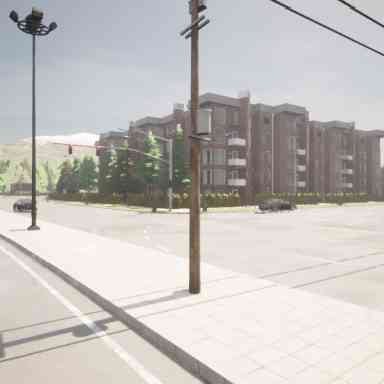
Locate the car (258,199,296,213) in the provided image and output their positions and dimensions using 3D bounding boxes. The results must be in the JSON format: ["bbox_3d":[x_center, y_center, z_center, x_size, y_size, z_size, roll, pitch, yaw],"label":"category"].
[{"bbox_3d":[9.477,1.493,36.708,4.902,1.511,2.128,0,0,-35],"label":"car"}]

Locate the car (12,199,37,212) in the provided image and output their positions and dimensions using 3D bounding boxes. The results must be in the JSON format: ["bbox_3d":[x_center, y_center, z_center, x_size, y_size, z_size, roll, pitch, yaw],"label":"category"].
[{"bbox_3d":[-19.764,1.526,39.273,1.812,1.442,4.674,0,0,-37],"label":"car"}]
